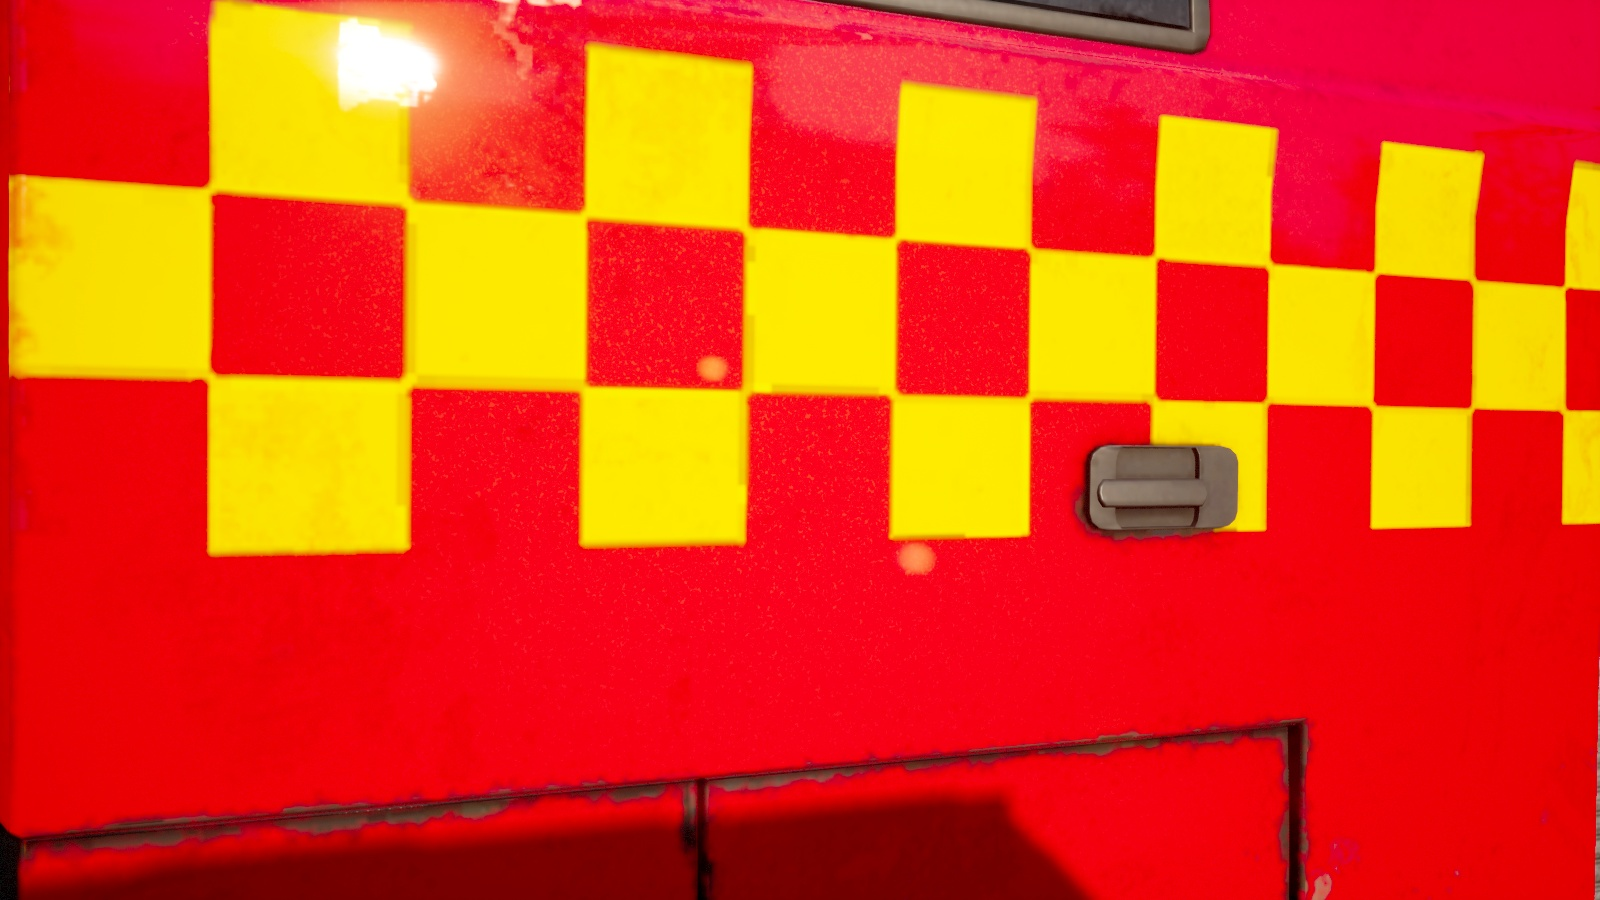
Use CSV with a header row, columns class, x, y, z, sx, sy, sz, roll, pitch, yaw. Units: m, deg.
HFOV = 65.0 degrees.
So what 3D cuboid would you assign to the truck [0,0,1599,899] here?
class,x,y,z,sx,sy,sz,roll,pitch,yaw
truck,0.048,-0.419,3.242,8.468,3.827,2.891,-1,1,-21
